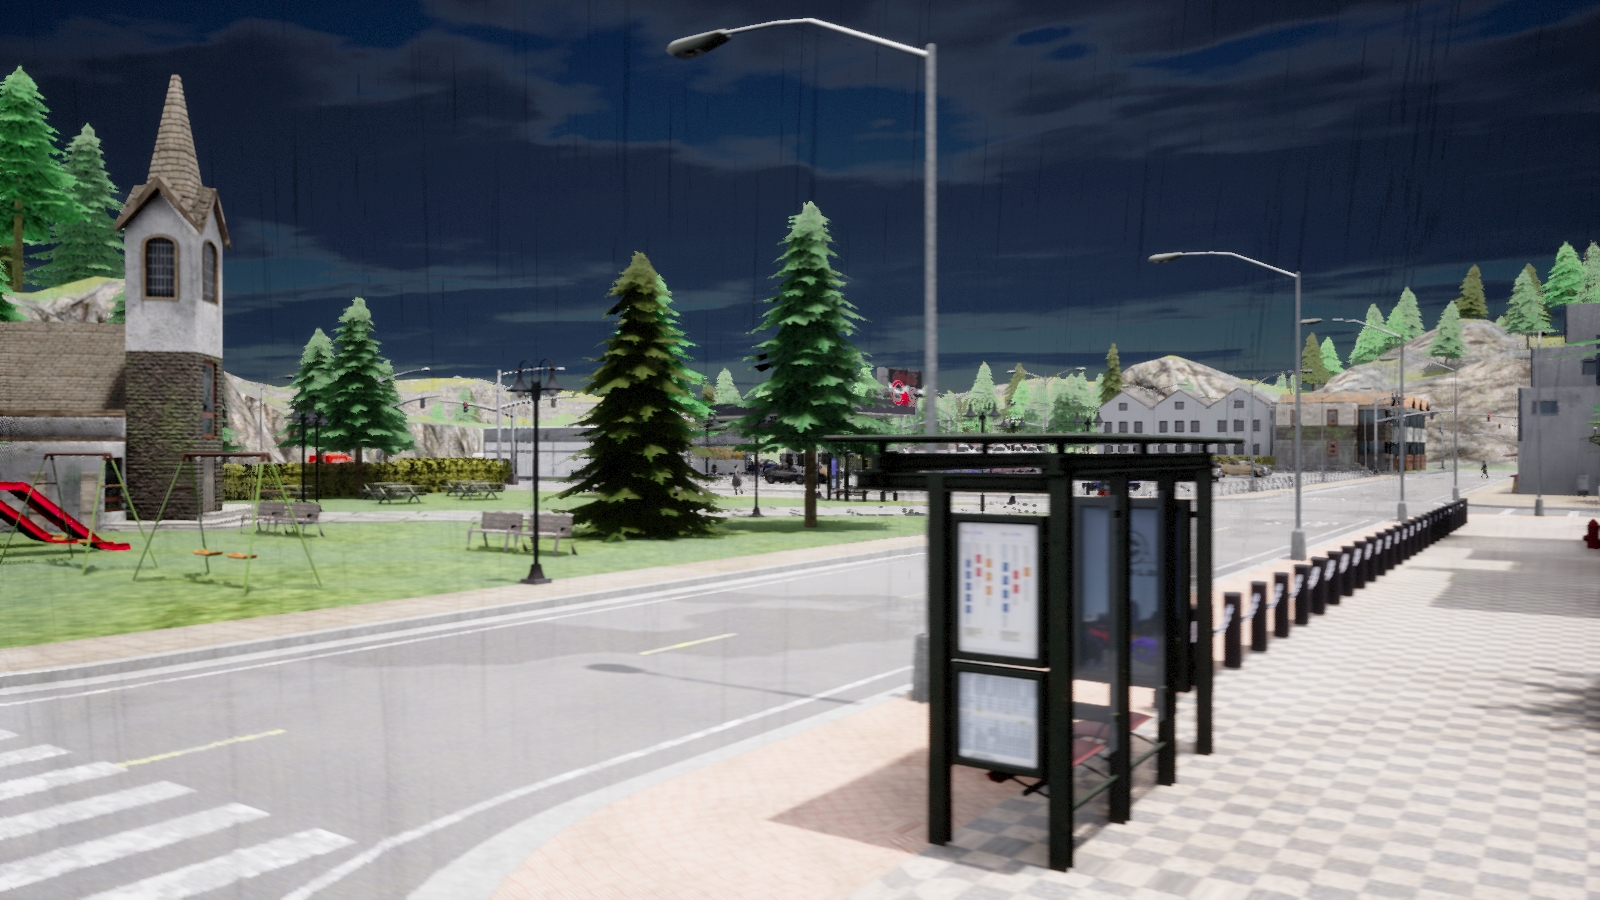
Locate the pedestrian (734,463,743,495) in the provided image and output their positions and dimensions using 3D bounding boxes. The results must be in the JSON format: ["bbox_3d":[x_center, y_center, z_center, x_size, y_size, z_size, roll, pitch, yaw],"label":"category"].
[{"bbox_3d":[-3.608,1.722,67.507,0.375,1.860,0.375,0,0,37],"label":"pedestrian"}]
